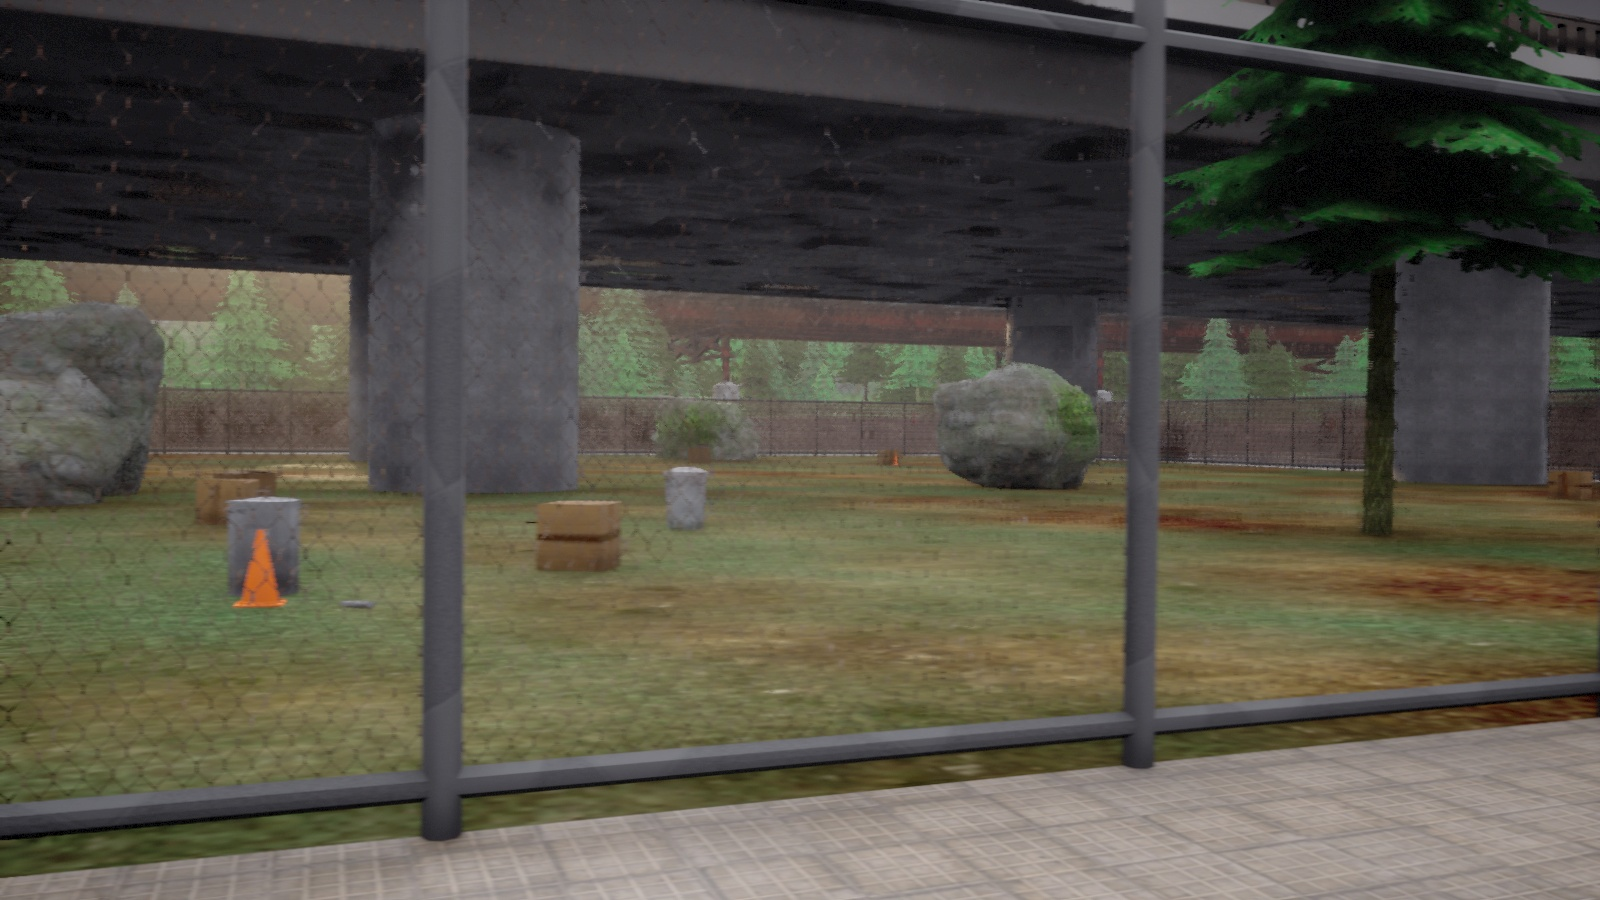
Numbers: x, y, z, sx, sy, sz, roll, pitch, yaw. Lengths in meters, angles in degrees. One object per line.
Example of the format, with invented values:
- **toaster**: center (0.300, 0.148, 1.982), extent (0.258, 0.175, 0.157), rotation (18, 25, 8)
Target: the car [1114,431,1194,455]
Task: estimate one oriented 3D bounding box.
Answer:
- **car**: center (19.712, -0.402, 70.215), extent (1.895, 1.301, 4.718), rotation (-1, 1, -20)
